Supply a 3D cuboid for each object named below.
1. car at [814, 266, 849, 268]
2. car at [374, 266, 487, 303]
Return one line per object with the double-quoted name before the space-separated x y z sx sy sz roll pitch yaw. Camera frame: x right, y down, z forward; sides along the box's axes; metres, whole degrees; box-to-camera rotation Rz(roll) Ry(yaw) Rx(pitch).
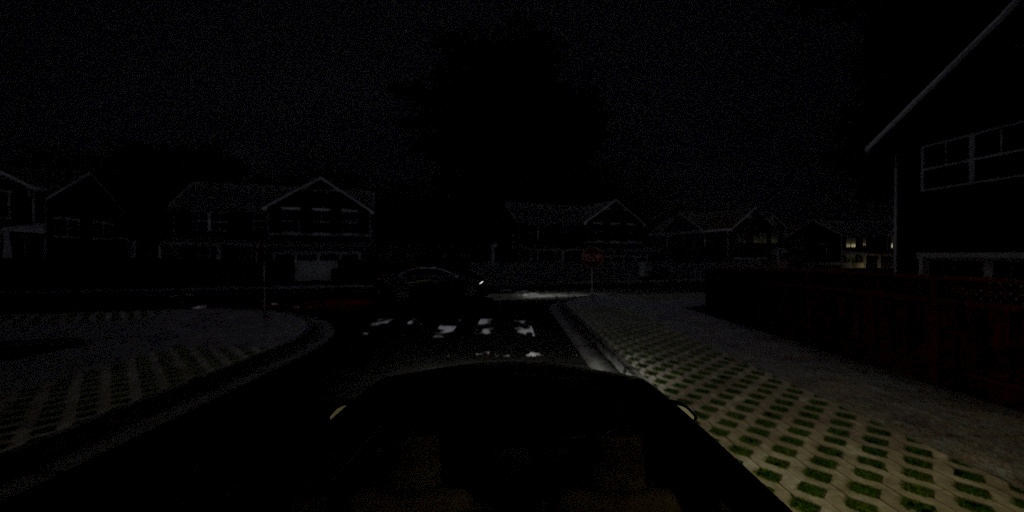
"car" 23.288 1.450 25.842 4.892 1.490 1.837 1 0 -20
"car" -3.556 1.171 16.021 4.902 1.511 2.128 0 0 -20
